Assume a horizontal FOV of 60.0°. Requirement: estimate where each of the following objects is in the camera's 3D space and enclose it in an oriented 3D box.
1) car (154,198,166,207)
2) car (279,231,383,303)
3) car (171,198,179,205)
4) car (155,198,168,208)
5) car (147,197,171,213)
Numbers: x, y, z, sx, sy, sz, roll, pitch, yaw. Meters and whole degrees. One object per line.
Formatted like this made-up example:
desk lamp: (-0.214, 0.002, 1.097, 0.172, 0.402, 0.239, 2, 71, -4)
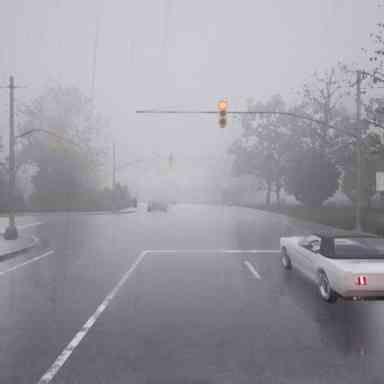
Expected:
car: (-6.125, 1.894, 62.593, 1.882, 1.535, 5.008, 0, -1, -10)
car: (3.598, 1.601, 8.170, 1.895, 1.301, 4.718, 0, 0, 0)
car: (-4.979, 2.248, 73.788, 1.895, 1.301, 4.718, 0, -1, -19)
car: (-4.541, 1.671, 50.105, 1.837, 1.490, 4.892, 0, -1, -5)
car: (-3.825, 1.378, 37.330, 2.097, 1.767, 4.553, 0, 0, -2)
